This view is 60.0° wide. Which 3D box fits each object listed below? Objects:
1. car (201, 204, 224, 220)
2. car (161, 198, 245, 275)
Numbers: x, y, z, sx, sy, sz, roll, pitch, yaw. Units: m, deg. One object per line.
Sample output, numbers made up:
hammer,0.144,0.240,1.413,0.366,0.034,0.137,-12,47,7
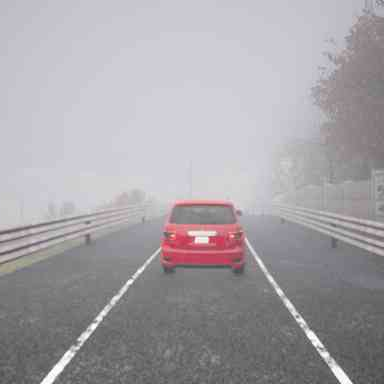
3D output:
car,1.867,1.725,29.587,1.895,1.301,4.718,0,-1,4
car,0.410,1.183,10.449,2.150,2.045,5.566,0,1,4
